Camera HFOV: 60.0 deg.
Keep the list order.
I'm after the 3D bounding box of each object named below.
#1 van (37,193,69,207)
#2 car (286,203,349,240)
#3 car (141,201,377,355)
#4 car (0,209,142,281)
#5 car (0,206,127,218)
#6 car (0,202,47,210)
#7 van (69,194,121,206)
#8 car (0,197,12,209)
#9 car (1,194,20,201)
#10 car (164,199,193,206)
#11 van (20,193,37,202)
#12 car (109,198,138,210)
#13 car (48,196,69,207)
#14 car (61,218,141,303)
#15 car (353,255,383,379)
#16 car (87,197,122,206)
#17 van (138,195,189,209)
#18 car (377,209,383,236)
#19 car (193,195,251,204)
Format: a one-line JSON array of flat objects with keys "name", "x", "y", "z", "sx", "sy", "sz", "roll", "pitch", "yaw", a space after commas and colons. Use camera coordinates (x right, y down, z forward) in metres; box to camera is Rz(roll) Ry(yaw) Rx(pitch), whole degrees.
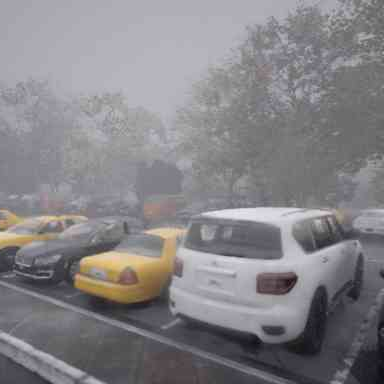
[{"name": "van", "x": -12.793, "y": 1.198, "z": 33.594, "sx": 1.878, "sy": 1.987, "sz": 4.442, "roll": 0, "pitch": 0, "yaw": 36}, {"name": "car", "x": 7.197, "y": 1.531, "z": 18.710, "sx": 1.946, "sy": 1.575, "sz": 5.366, "roll": 1, "pitch": 0, "yaw": 36}, {"name": "car", "x": 1.871, "y": 1.309, "z": 6.677, "sx": 2.435, "sy": 2.045, "sz": 5.566, "roll": 1, "pitch": 0, "yaw": 36}, {"name": "car", "x": -2.637, "y": 1.519, "z": 9.922, "sx": 2.231, "sy": 1.521, "sz": 4.892, "roll": 1, "pitch": 0, "yaw": 36}, {"name": "car", "x": -4.995, "y": 1.493, "z": 11.398, "sx": 1.946, "sy": 1.575, "sz": 5.366, "roll": 1, "pitch": 0, "yaw": 36}, {"name": "car", "x": -9.586, "y": 1.452, "z": 14.731, "sx": 1.946, "sy": 1.575, "sz": 5.366, "roll": 1, "pitch": 0, "yaw": 36}, {"name": "van", "x": -8.429, "y": 1.196, "z": 30.149, "sx": 1.878, "sy": 1.987, "sz": 4.442, "roll": 0, "pitch": 0, "yaw": 36}, {"name": "car", "x": -26.412, "y": 1.480, "z": 43.340, "sx": 2.002, "sy": 1.452, "sz": 4.674, "roll": 0, "pitch": 0, "yaw": 36}, {"name": "car", "x": -17.361, "y": 1.178, "z": 36.732, "sx": 2.435, "sy": 2.045, "sz": 5.566, "roll": 0, "pitch": 0, "yaw": 36}, {"name": "car", "x": 0.565, "y": 1.499, "z": 23.718, "sx": 2.163, "sy": 1.488, "sz": 4.792, "roll": 1, "pitch": 0, "yaw": 36}, {"name": "van", "x": -15.172, "y": 1.201, "z": 35.033, "sx": 1.878, "sy": 1.987, "sz": 4.442, "roll": 0, "pitch": 0, "yaw": 36}, {"name": "car", "x": -3.986, "y": 1.463, "z": 27.093, "sx": 2.163, "sy": 1.488, "sz": 4.792, "roll": 0, "pitch": 0, "yaw": 36}, {"name": "car", "x": -10.617, "y": 1.421, "z": 31.877, "sx": 2.097, "sy": 1.535, "sz": 5.008, "roll": 0, "pitch": 0, "yaw": 36}, {"name": "car", "x": -0.285, "y": 1.536, "z": 8.436, "sx": 1.946, "sy": 1.575, "sz": 5.366, "roll": 1, "pitch": 0, "yaw": 36}, {"name": "car", "x": 4.103, "y": 1.582, "z": 5.029, "sx": 2.097, "sy": 1.535, "sz": 5.008, "roll": 1, "pitch": 0, "yaw": 36}, {"name": "car", "x": -6.121, "y": 1.454, "z": 28.643, "sx": 2.163, "sy": 1.488, "sz": 4.792, "roll": 0, "pitch": 0, "yaw": 36}, {"name": "van", "x": -1.690, "y": 1.223, "z": 25.535, "sx": 1.878, "sy": 1.987, "sz": 4.442, "roll": 0, "pitch": 0, "yaw": 36}, {"name": "car", "x": 9.546, "y": 1.595, "z": 17.231, "sx": 2.002, "sy": 1.452, "sz": 4.674, "roll": 1, "pitch": 0, "yaw": 36}, {"name": "car", "x": 2.841, "y": 1.239, "z": 22.136, "sx": 2.435, "sy": 2.045, "sz": 5.566, "roll": 1, "pitch": 0, "yaw": 36}]
